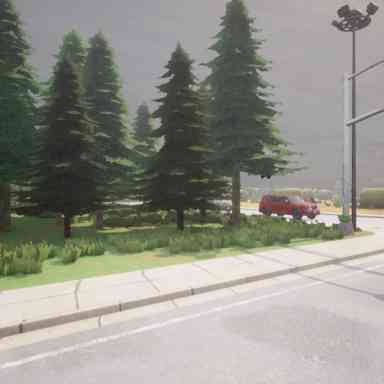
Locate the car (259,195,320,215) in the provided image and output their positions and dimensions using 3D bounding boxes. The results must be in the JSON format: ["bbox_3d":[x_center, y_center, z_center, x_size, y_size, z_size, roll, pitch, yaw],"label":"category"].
[{"bbox_3d":[8.317,1.248,28.968,2.150,2.045,5.566,0,0,-34],"label":"car"}]

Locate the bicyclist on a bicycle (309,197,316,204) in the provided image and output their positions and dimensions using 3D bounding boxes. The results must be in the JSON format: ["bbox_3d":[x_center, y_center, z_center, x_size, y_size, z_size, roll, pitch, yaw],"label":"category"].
[{"bbox_3d":[12.876,1.327,35.549,1.656,1.620,0.582,0,0,-34],"label":"bicyclist on a bicycle"}]

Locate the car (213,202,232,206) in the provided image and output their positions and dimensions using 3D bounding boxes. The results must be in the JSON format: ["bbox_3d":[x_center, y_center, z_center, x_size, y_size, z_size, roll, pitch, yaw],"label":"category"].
[{"bbox_3d":[2.479,1.518,37.475,2.128,1.511,4.902,0,0,-34],"label":"car"}]
